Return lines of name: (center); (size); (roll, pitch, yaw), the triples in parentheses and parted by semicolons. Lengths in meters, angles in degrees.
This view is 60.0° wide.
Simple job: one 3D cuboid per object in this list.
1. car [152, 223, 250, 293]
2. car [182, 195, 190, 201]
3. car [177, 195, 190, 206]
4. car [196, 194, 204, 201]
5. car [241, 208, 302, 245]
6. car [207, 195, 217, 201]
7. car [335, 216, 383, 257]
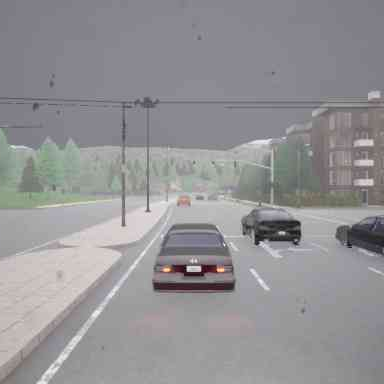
car: (0.045, 1.547, 9.000); (2.033, 1.411, 5.357); (0, 0, 0)
car: (-1.490, 1.523, 85.570); (1.812, 1.442, 4.674); (0, 0, 0)
car: (-1.338, 1.352, 54.745); (2.097, 1.767, 4.553); (0, 0, -1)
car: (2.010, 1.477, 85.608); (1.882, 1.535, 5.008); (0, 0, 0)
car: (3.538, 1.478, 15.592); (1.882, 1.535, 5.008); (0, 0, 0)
car: (5.510, 1.539, 85.614); (2.033, 1.411, 5.357); (0, 0, 0)
car: (7.067, 1.547, 11.821); (2.033, 1.411, 5.357); (0, 0, 0)
